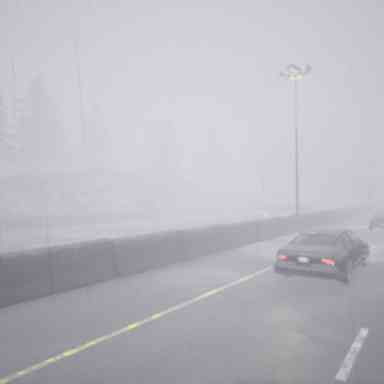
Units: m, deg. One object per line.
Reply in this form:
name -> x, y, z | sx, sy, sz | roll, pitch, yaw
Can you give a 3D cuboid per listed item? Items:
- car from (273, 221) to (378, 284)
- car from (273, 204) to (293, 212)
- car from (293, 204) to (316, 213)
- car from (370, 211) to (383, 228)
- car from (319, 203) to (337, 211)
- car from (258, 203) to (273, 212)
car -> 4.393, 1.873, 10.760 | 2.033, 1.411, 5.357 | -2, -2, 36
car -> 16.351, 2.762, 58.008 | 1.812, 1.442, 4.674 | -2, -1, 36
car -> 19.208, 2.756, 55.992 | 1.895, 1.301, 4.718 | -2, -1, 36
car -> 14.716, 2.136, 25.276 | 1.812, 1.442, 4.674 | -2, -1, 36
car -> 22.060, 2.599, 53.977 | 1.812, 1.442, 4.674 | -2, -1, 36
car -> 13.494, 2.823, 60.015 | 1.837, 1.490, 4.892 | -2, -1, 36
